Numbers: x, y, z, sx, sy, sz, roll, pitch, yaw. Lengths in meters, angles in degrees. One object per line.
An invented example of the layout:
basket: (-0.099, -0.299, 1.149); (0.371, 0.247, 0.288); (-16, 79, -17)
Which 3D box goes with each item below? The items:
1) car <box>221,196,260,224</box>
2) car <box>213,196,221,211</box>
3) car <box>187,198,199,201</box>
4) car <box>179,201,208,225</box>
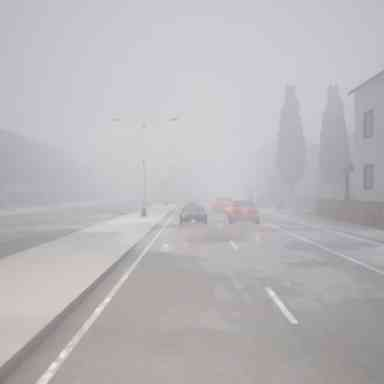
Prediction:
car: (3.550, 1.314, 24.414); (2.097, 1.767, 4.553); (0, 0, 0)
car: (3.564, 1.291, 39.066); (2.097, 1.767, 4.553); (0, 0, 0)
car: (0.078, 1.463, 40.120); (1.812, 1.442, 4.674); (0, 0, 0)
car: (0.089, 1.565, 23.475); (1.895, 1.301, 4.718); (0, 0, 0)
